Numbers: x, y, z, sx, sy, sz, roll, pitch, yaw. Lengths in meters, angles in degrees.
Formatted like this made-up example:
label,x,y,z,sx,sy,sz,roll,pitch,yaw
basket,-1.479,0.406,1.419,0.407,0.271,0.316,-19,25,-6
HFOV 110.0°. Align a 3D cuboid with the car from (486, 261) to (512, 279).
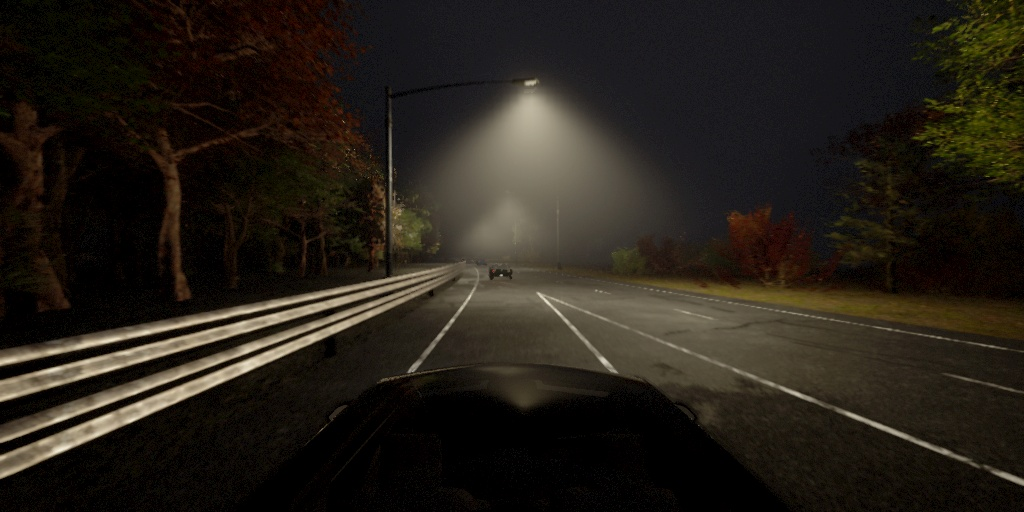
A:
label,x,y,z,sx,sy,sz,roll,pitch,yaw
car,-1.085,1.310,31.971,1.895,1.301,4.718,0,0,-5
